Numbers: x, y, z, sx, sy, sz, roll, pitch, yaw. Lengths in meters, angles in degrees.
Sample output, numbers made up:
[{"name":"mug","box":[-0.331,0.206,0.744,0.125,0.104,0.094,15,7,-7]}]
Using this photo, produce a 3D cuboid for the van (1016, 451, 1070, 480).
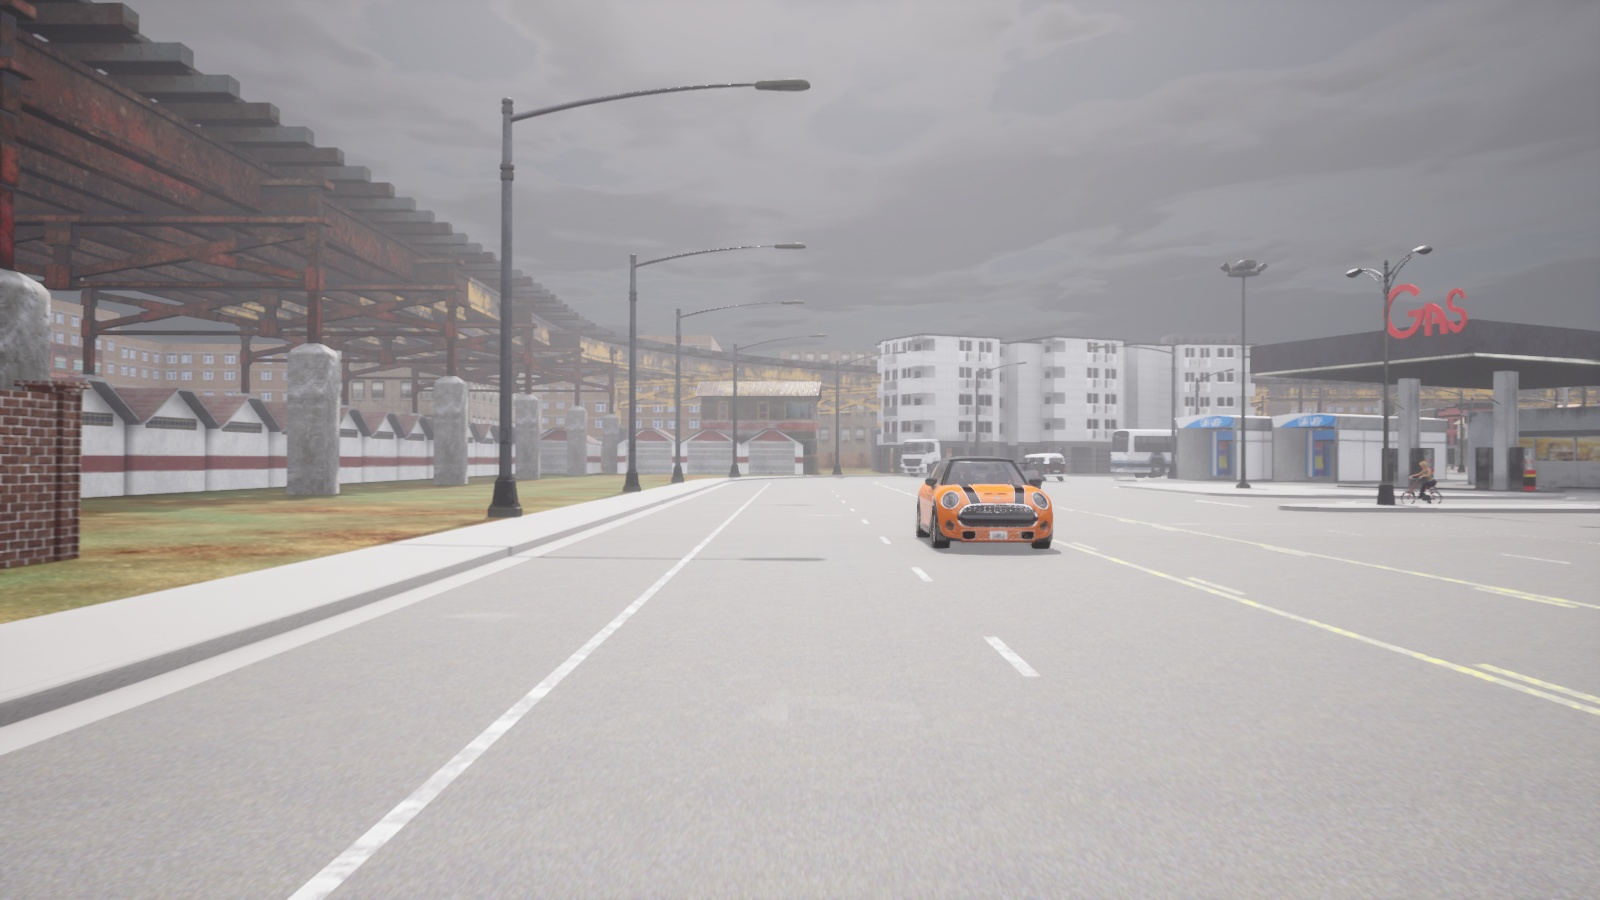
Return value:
[{"name":"van","box":[18.032,1.142,93.225,2.069,2.038,4.480,-1,0,-16]}]

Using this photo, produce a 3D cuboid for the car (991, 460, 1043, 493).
[{"name":"car","box":[10.362,1.246,60.171,1.845,1.501,3.633,0,0,0]}]

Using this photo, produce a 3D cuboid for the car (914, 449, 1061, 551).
[{"name":"car","box":[3.446,0.880,23.977,2.097,1.767,4.553,0,0,0]}]

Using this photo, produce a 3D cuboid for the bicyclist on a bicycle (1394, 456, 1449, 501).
[{"name":"bicyclist on a bicycle","box":[22.303,1.022,45.087,1.509,1.612,0.866,0,0,-1]}]
